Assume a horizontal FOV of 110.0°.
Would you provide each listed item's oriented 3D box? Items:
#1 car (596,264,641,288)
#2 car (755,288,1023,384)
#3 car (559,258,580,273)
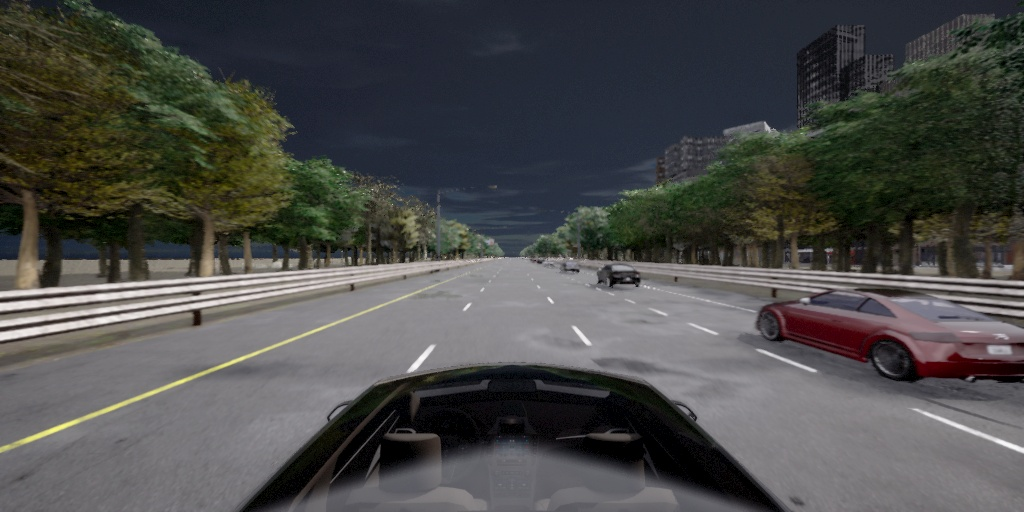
[{"bbox_3d":[6.992,1.243,24.050,1.882,1.535,5.008,0,0,0],"label":"car"},{"bbox_3d":[6.998,1.317,7.152,1.994,1.385,4.181,0,0,0],"label":"car"},{"bbox_3d":[7.017,1.338,44.038,2.033,1.411,5.357,0,0,0],"label":"car"}]
